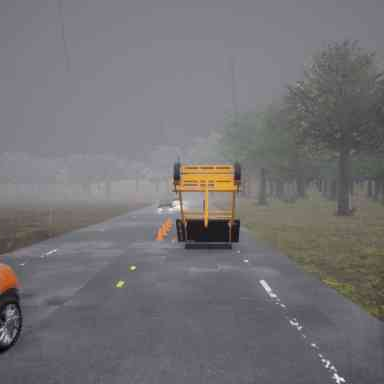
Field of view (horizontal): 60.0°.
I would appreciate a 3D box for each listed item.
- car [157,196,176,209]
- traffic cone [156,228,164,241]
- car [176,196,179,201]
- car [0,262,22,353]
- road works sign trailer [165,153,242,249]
[{"bbox_3d":[-3.536,1.451,45.277,1.837,1.490,4.892,0,0,0],"label":"car"},{"bbox_3d":[-1.467,1.942,15.334,0.340,0.580,0.340,0,0,0],"label":"traffic cone"},{"bbox_3d":[-3.396,1.476,75.404,1.895,1.301,4.718,0,0,0],"label":"car"},{"bbox_3d":[-3.599,1.349,3.067,2.097,1.767,4.553,0,0,0],"label":"car"},{"bbox_3d":[0.548,0.920,11.782,2.380,3.560,2.880,0,45,4],"label":"road works sign trailer"}]
